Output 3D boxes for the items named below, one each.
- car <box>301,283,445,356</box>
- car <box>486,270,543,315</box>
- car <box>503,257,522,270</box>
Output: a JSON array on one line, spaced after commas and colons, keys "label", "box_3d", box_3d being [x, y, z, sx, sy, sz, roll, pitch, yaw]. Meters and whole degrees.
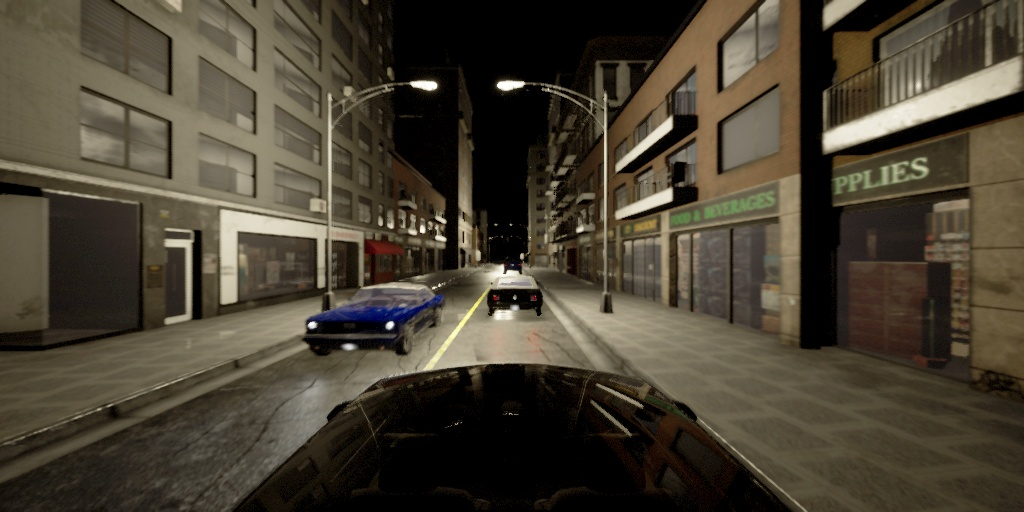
[{"label": "car", "box_3d": [-3.001, 1.381, 8.823, 1.895, 1.301, 4.718, 0, 0, 0]}, {"label": "car", "box_3d": [0.098, 1.404, 13.861, 1.895, 1.301, 4.718, 0, 0, 0]}, {"label": "car", "box_3d": [0.102, 1.182, 44.307, 2.150, 2.045, 5.566, 0, 0, 0]}]
